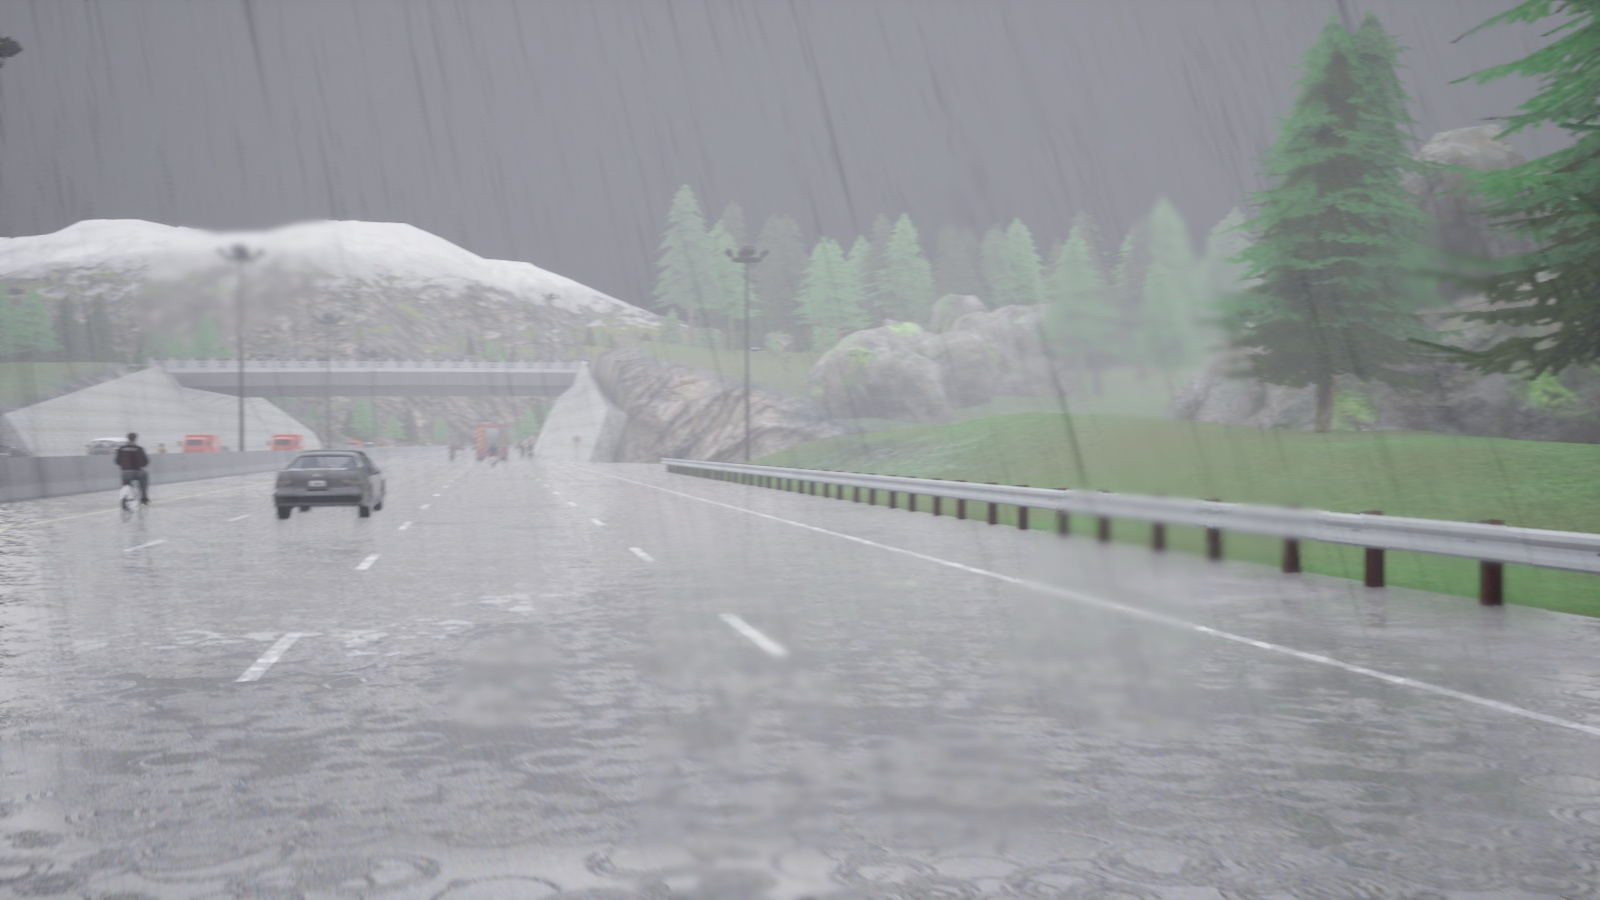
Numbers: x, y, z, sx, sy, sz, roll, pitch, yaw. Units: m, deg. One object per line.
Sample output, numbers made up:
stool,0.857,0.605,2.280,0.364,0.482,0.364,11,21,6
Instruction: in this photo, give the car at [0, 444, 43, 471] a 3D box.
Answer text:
car,-46.326,0.408,73.431,2.128,1.511,4.902,0,0,-14

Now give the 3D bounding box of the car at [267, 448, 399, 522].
car,-9.879,0.668,26.963,2.033,1.411,5.357,0,0,-14

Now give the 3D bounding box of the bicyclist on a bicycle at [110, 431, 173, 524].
bicyclist on a bicycle,-12.943,0.511,24.743,0.659,1.776,1.843,0,1,-14

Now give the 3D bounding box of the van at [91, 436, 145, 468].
van,-45.056,0.118,83.064,2.069,2.038,4.480,0,0,-14
